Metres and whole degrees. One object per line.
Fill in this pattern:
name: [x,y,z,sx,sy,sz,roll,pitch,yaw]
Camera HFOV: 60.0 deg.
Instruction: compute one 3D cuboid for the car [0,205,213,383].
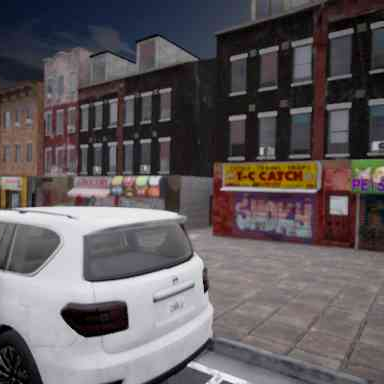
car: [-2.352,1.218,4.880,5.566,2.045,2.150,0,0,35]
